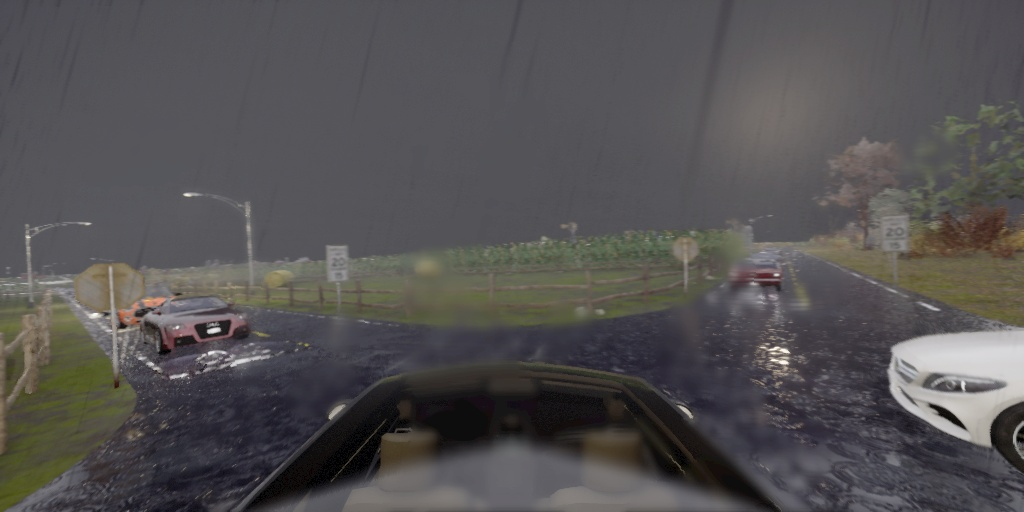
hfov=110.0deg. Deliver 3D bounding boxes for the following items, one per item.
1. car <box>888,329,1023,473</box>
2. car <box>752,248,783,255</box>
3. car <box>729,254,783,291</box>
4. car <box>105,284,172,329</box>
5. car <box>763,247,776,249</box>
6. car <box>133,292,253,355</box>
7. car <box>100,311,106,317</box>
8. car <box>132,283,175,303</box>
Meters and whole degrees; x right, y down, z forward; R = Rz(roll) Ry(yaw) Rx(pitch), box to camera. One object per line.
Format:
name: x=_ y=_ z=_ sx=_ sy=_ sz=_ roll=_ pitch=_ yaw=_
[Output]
car: x=5.975 y=0.978 z=2.483 sx=4.674 sy=1.442 sz=1.812 roll=-4 pitch=0 yaw=38
car: x=16.878 y=0.438 z=24.008 sx=2.033 sy=1.411 sz=5.357 roll=-2 pitch=0 yaw=37
car: x=11.112 y=0.784 z=16.275 sx=1.895 sy=1.301 sz=4.718 roll=-2 pitch=0 yaw=37
car: x=-16.546 y=2.147 z=16.284 sx=4.553 sy=1.767 sz=2.097 roll=-3 pitch=0 yaw=38
car: x=22.386 y=0.178 z=31.380 sx=1.994 sy=1.385 sz=4.181 roll=-2 pitch=0 yaw=37
car: x=-9.695 y=1.942 z=10.949 sx=4.181 sy=1.385 sz=1.994 roll=-3 pitch=0 yaw=37
car: x=-23.789 y=2.731 z=21.939 sx=4.902 sy=1.511 sz=2.128 roll=-4 pitch=0 yaw=38
car: x=-32.147 y=3.258 z=32.110 sx=4.902 sy=1.511 sz=2.128 roll=-4 pitch=0 yaw=38
